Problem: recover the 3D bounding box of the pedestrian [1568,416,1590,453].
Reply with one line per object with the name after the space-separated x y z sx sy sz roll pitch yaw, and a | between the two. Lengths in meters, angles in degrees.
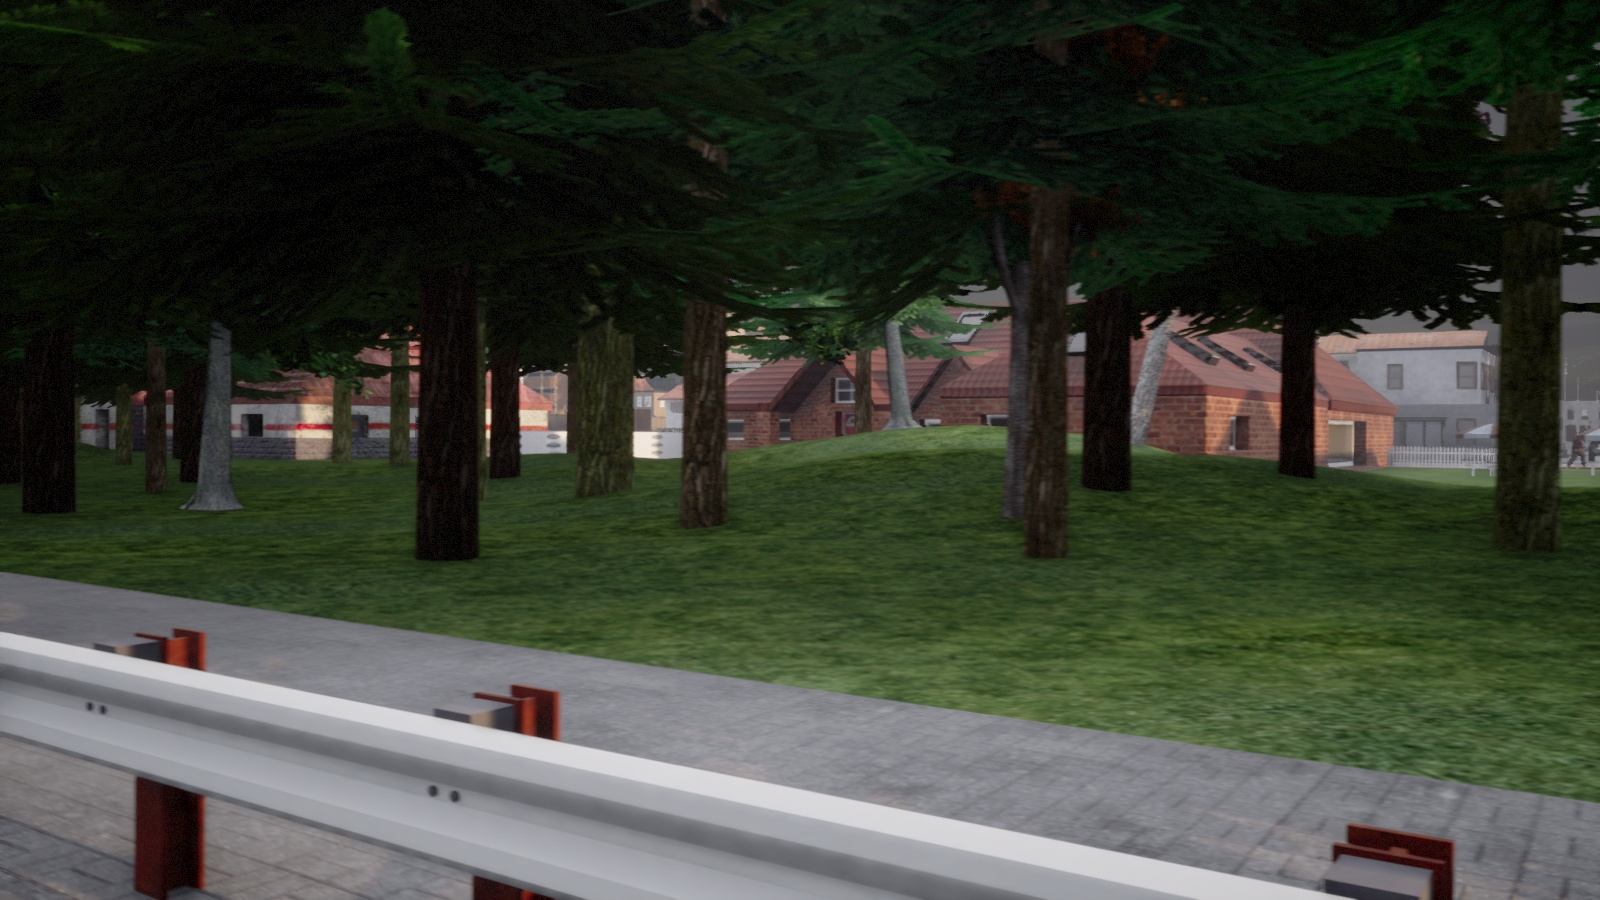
38.793 -0.769 62.535 0.899 1.844 0.634 0 1 33 | pedestrian
